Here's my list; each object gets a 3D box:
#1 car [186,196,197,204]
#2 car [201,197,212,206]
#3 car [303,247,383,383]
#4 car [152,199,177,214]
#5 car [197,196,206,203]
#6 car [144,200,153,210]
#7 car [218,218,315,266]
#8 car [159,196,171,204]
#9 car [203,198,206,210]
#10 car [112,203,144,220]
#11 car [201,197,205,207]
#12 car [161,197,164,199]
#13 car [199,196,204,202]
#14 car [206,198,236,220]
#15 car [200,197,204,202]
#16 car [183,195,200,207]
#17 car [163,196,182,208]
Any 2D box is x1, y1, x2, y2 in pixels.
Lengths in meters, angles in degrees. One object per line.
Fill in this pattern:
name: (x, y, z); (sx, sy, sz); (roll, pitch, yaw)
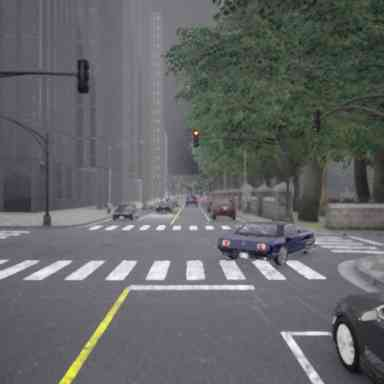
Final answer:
car: (-0.100, 1.668, 70.082); (2.097, 1.767, 4.553); (0, 0, 0)
car: (2.673, 1.784, 62.319); (1.967, 1.590, 4.097); (0, 0, 0)
car: (2.760, 1.565, 2.916); (2.008, 1.369, 4.403); (0, 0, 0)
car: (-3.152, 1.807, 38.982); (1.895, 1.301, 4.718); (0, 0, 0)
car: (2.272, 1.807, 80.206); (2.097, 1.767, 4.553); (0, 0, 0)
car: (-5.828, 1.798, 45.929); (2.008, 1.369, 4.403); (0, 0, 0)
car: (2.908, 1.705, 11.998); (1.895, 1.301, 4.718); (0, -1, 36)
car: (-5.868, 1.724, 73.215); (2.192, 1.841, 5.009); (0, 0, 0)
car: (2.705, 1.782, 40.492); (1.947, 1.339, 4.313); (0, 0, 0)
car: (-5.804, 1.718, 29.558); (1.947, 1.339, 4.313); (0, 0, 0)
car: (2.697, 1.799, 45.949); (2.008, 1.369, 4.403); (0, 0, 0)
car: (-5.836, 1.862, 51.386); (1.802, 1.307, 4.206); (0, 0, 0)
car: (2.681, 1.752, 56.863); (1.967, 1.590, 4.097); (0, 0, 0)
car: (2.721, 1.467, 29.582); (2.192, 1.841, 5.009); (0, 0, 0)
car: (2.689, 1.831, 51.406); (2.008, 1.369, 4.403); (0, 0, 0)
car: (-0.037, 1.549, 59.445); (2.150, 2.045, 5.566); (0, 0, 1)
car: (-3.145, 1.849, 55.131); (2.033, 1.411, 5.357); (0, 0, 0)
